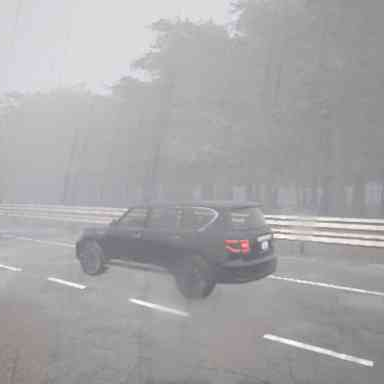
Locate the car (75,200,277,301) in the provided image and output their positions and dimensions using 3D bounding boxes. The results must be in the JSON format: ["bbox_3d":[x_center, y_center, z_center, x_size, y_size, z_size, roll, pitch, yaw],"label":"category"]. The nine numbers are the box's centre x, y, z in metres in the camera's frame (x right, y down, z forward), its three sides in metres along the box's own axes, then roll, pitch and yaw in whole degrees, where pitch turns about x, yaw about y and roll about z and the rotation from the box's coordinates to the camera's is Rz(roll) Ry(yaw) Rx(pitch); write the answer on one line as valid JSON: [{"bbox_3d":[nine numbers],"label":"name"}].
[{"bbox_3d":[-0.633,1.225,8.621,5.566,2.045,2.150,0,0,36],"label":"car"}]
